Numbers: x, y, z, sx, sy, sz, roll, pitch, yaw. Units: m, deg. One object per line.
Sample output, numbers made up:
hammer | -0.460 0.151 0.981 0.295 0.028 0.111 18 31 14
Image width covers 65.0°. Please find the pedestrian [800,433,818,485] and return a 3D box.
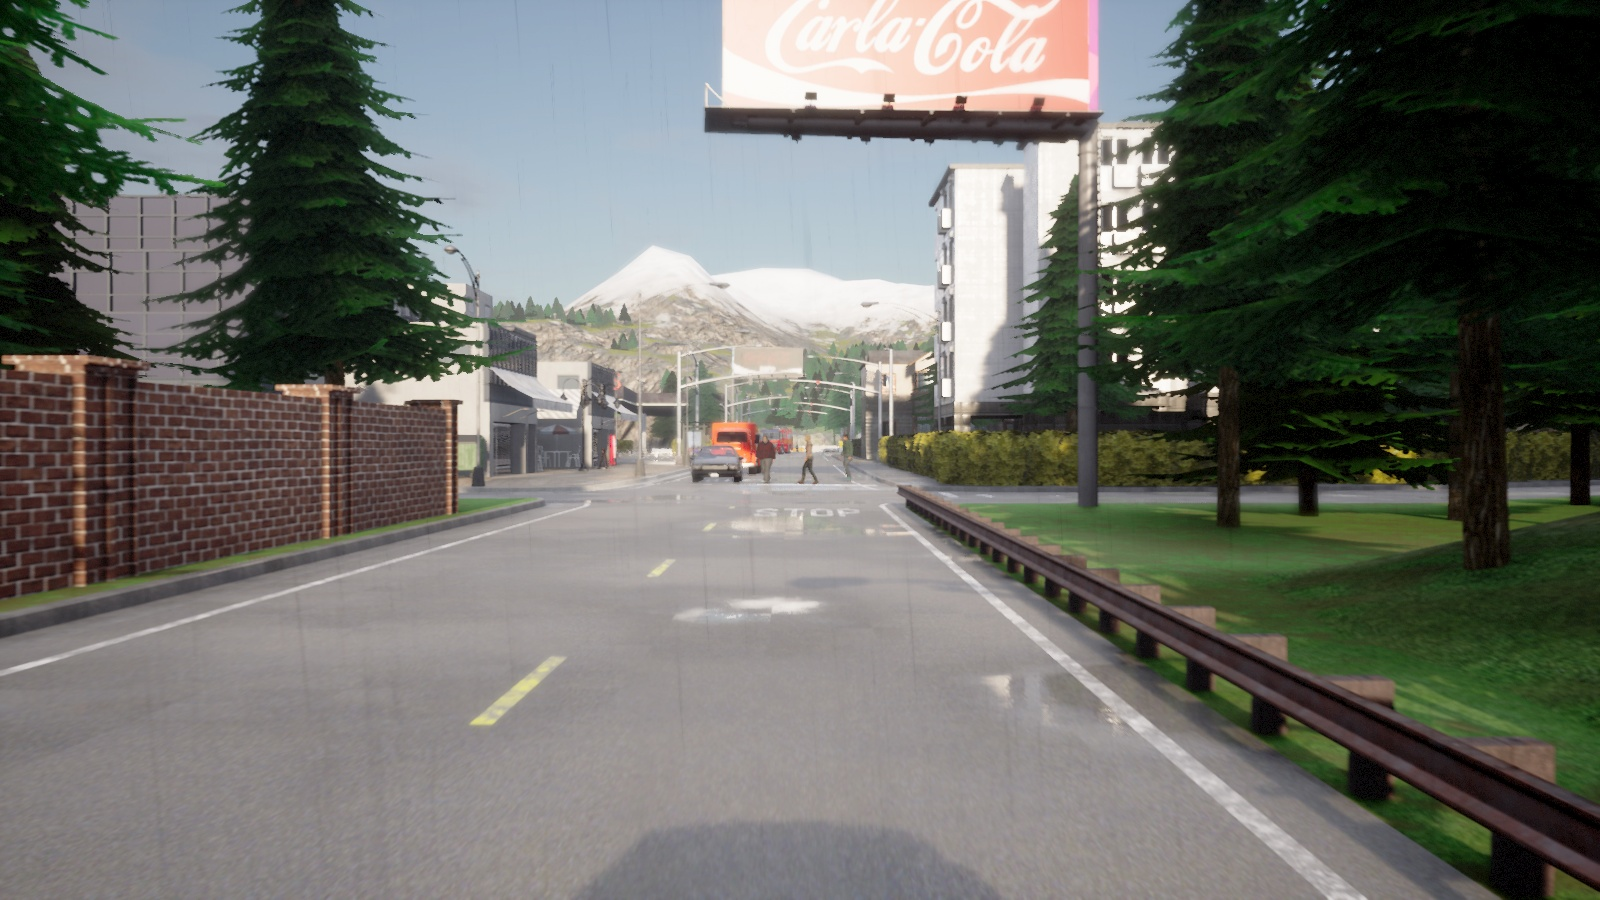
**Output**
pedestrian | 0.315 0.329 45.074 0.634 1.846 0.331 0 0 2

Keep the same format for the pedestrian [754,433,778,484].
pedestrian | -1.231 0.291 45.731 0.634 1.844 0.899 0 0 14

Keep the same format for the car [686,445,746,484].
car | -3.168 0.519 48.407 2.033 1.411 5.357 0 0 -1

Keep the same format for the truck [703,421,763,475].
truck | -3.145 -0.079 60.229 2.627 2.467 5.204 0 0 0

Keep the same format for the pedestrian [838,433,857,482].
pedestrian | 1.784 0.278 47.434 0.614 1.847 0.353 0 0 -30
